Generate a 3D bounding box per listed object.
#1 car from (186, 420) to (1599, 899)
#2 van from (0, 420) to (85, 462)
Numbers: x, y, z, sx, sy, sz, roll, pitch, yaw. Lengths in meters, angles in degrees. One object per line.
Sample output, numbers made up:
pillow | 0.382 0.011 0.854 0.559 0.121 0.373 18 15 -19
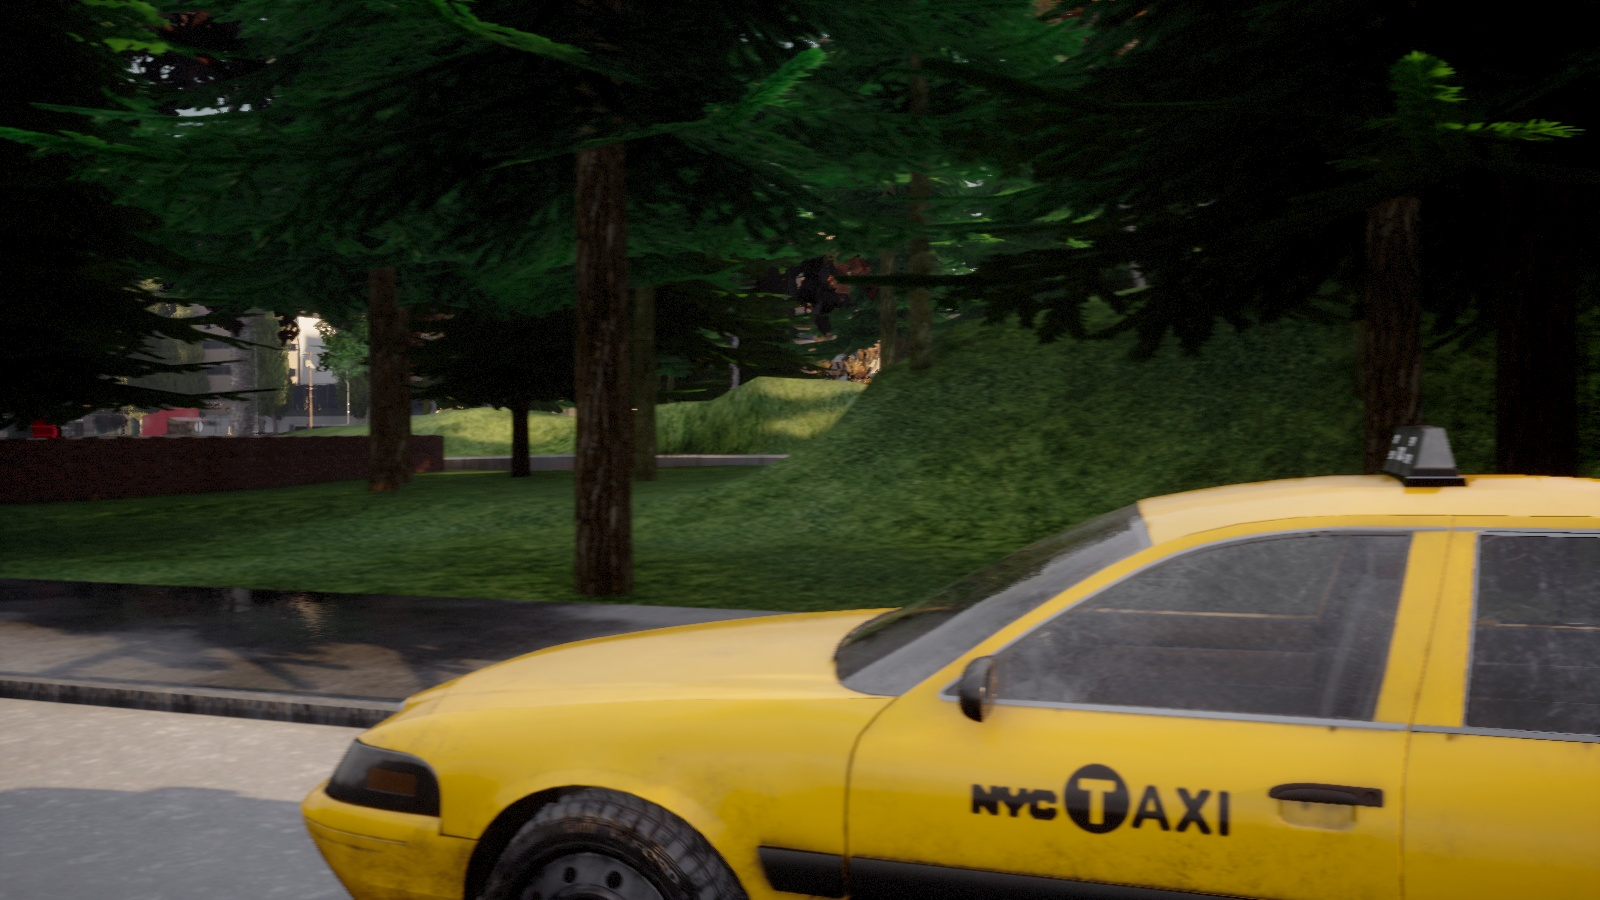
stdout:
car | 1.213 0.717 3.313 5.366 1.575 1.801 0 1 19
van | -37.459 -0.472 61.208 1.775 1.987 4.442 0 1 19
